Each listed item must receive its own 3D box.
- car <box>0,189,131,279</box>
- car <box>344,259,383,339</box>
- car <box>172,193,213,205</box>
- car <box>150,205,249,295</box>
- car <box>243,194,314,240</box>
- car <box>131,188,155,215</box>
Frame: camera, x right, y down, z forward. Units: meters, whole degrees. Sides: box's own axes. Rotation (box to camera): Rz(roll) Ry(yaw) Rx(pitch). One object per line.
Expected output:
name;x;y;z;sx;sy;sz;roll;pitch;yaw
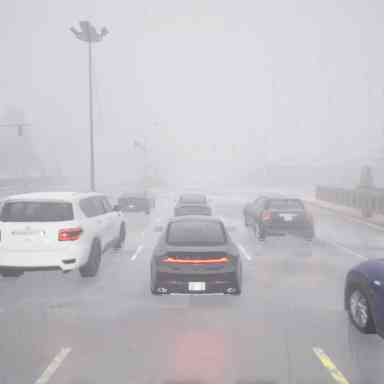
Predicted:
car;-3.429;0.995;9.597;2.150;2.045;5.566;0;2;-1
car;3.591;1.314;3.702;2.097;1.767;4.553;0;1;0
car;0.029;0.809;17.523;1.837;1.490;4.892;0;4;0
car;0.076;1.335;8.321;1.837;1.490;4.892;0;2;0
car;3.545;0.870;14.380;2.097;1.767;4.553;0;4;0
car;-3.494;0.497;21.538;1.882;1.535;5.008;0;4;0
